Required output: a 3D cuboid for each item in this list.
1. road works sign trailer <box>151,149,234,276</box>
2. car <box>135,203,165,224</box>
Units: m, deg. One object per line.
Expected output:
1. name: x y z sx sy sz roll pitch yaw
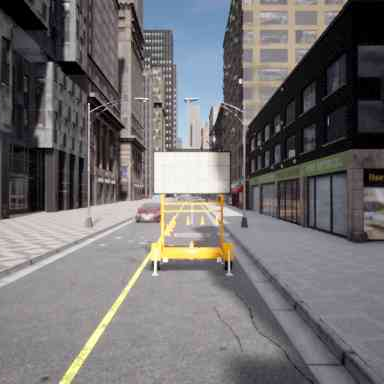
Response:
1. road works sign trailer: 0.007 0.467 10.360 2.380 3.560 2.880 0 0 0
2. car: -3.098 1.541 25.281 1.812 1.442 4.674 0 0 0
